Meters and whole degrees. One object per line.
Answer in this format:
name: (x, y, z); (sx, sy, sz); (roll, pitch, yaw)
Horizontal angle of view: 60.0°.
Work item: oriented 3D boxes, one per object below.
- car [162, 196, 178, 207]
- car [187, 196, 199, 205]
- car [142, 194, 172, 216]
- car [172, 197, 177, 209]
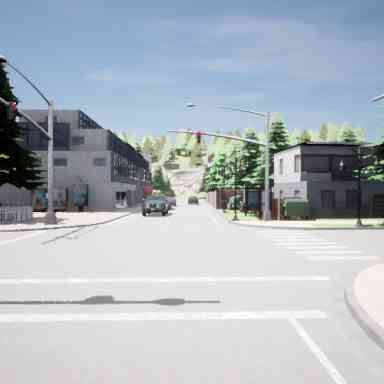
car: (-3.459, 1.492, 52.992); (2.128, 1.511, 4.902); (0, 0, 0)
car: (0.239, 1.505, 59.528); (1.837, 1.490, 4.892); (0, 0, 0)
car: (-3.525, 1.221, 32.674); (2.150, 2.045, 5.566); (0, 0, 0)
car: (-3.499, 1.492, 42.724); (2.128, 1.511, 4.902); (0, 0, 0)
